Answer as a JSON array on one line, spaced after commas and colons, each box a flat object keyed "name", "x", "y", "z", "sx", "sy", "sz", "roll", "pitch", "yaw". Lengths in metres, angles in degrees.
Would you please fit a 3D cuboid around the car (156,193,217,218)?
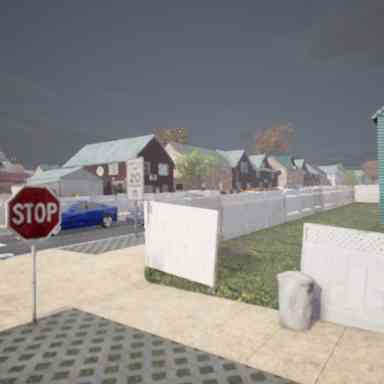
[{"name": "car", "x": -0.283, "y": 0.905, "z": 24.719, "sx": 1.882, "sy": 1.535, "sz": 5.008, "roll": -1, "pitch": 1, "yaw": 35}]

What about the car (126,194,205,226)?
[{"name": "car", "x": -1.172, "y": 1.068, "z": 18.586, "sx": 2.033, "sy": 1.411, "sz": 5.357, "roll": -1, "pitch": 1, "yaw": 37}]

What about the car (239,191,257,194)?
[{"name": "car", "x": 5.533, "y": 0.634, "z": 32.981, "sx": 1.882, "sy": 1.535, "sz": 5.008, "roll": -1, "pitch": 1, "yaw": 35}]

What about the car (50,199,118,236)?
[{"name": "car", "x": -5.953, "y": 1.171, "z": 16.585, "sx": 1.882, "sy": 1.535, "sz": 5.008, "roll": -1, "pitch": 1, "yaw": 34}]

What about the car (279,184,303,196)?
[{"name": "car", "x": 12.990, "y": 0.035, "z": 43.499, "sx": 2.150, "sy": 2.045, "sz": 5.566, "roll": -1, "pitch": 1, "yaw": 36}]
